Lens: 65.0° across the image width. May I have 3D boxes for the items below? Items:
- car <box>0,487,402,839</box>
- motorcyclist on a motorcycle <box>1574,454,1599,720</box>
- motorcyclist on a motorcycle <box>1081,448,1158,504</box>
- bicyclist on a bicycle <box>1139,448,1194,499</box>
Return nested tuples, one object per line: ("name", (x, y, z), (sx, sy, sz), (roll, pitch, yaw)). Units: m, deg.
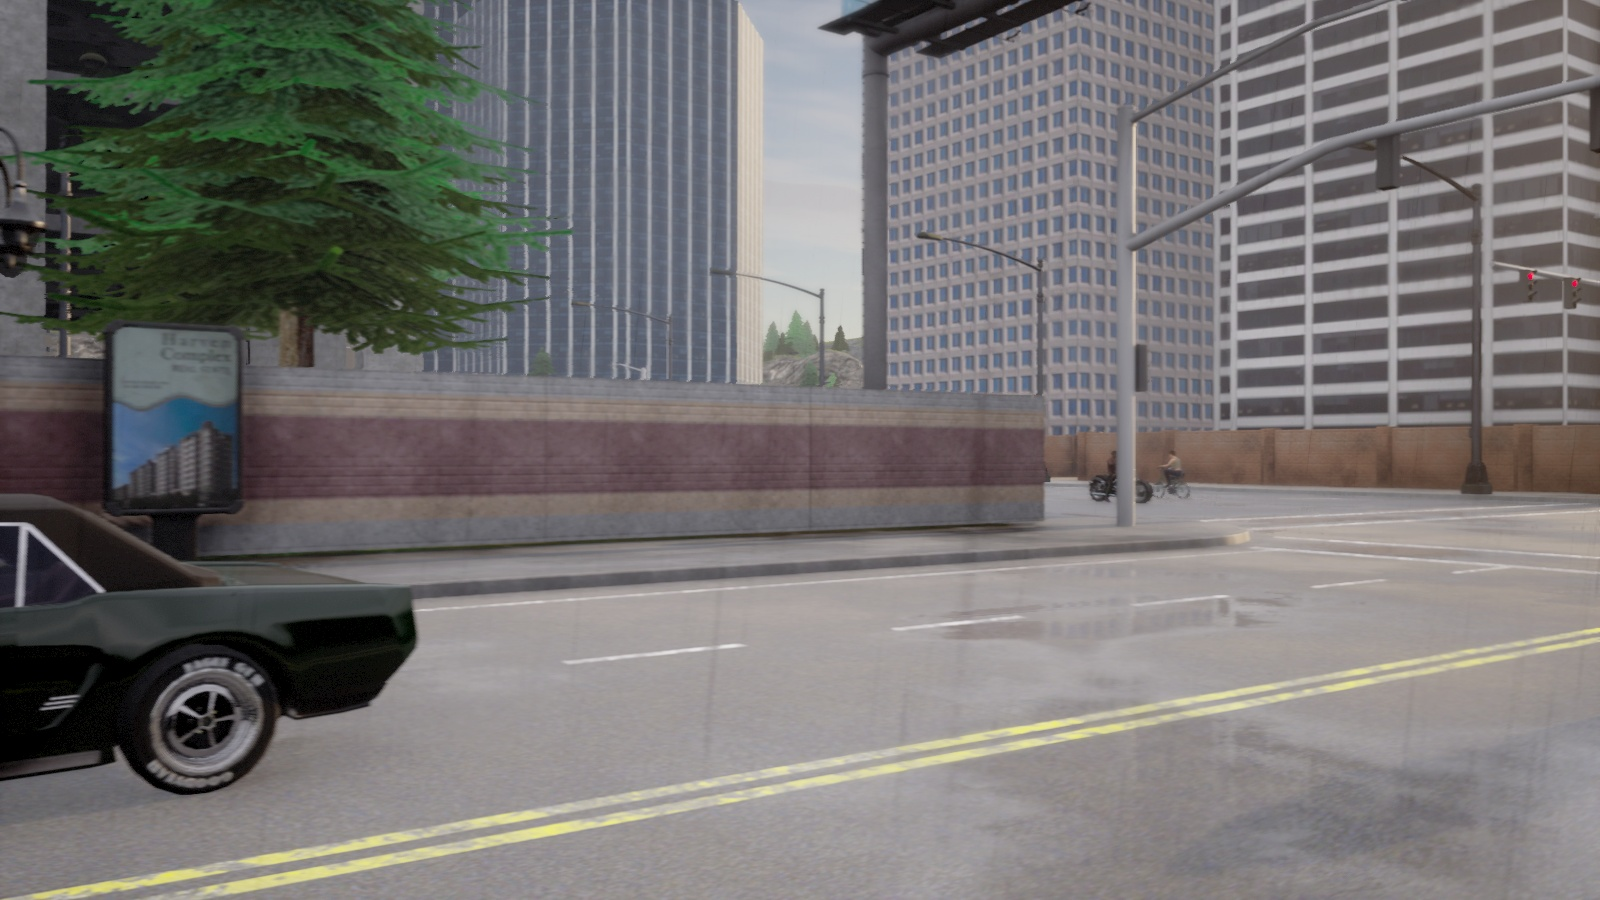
("car", (-4.280, 0.867, 5.109), (4.718, 1.301, 1.895), (0, 0, -43))
("motorcyclist on a motorcycle", (5.675, 0.786, 7.610), (2.191, 1.530, 0.866), (0, 0, -35))
("motorcyclist on a motorcycle", (9.670, 0.768, 38.071), (0.766, 1.649, 2.350), (0, 0, -35))
("bicyclist on a bicycle", (11.996, 0.756, 41.088), (0.866, 1.612, 1.509), (1, -1, -38))
